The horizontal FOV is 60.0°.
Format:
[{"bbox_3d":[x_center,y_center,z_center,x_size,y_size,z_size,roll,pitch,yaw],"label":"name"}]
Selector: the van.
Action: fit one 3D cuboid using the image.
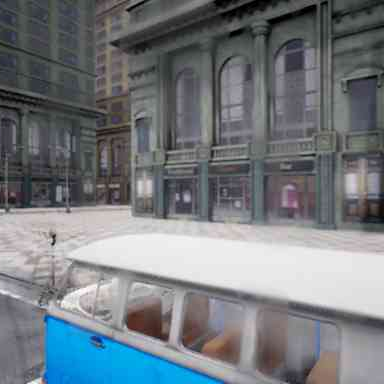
[{"bbox_3d":[0.451,1.328,2.645,3.998,1.788,1.690,0,0,35],"label":"van"}]
